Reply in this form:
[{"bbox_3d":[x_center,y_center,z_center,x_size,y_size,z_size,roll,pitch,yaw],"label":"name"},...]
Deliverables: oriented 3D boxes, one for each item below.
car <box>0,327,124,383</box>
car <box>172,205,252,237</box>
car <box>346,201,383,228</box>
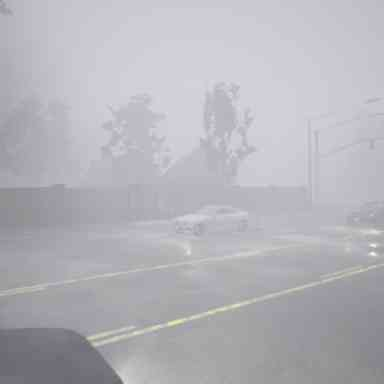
[{"bbox_3d":[-2.962,1.555,1.635,5.357,1.411,2.033,0,0,-35],"label":"car"},{"bbox_3d":[1.141,1.450,17.696,4.674,1.442,1.812,0,0,-35],"label":"car"},{"bbox_3d":[11.536,1.325,20.777,4.674,1.442,1.812,-1,0,-35],"label":"car"}]
